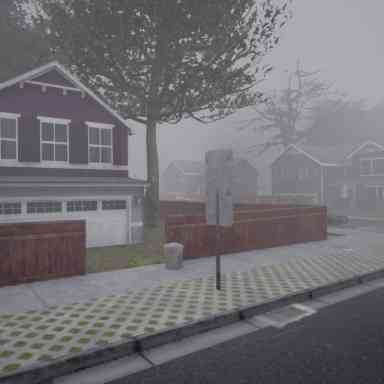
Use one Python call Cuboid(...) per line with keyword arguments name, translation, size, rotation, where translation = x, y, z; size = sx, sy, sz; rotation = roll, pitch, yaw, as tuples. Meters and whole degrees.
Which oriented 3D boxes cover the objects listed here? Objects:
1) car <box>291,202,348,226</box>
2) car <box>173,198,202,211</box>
Cuboid(name="car", translation=(8.001, 1.464, 22.506), size=(1.837, 1.490, 4.892), rotation=(-1, 1, -36))
Cuboid(name="car", translation=(-0.031, 1.384, 33.499), size=(1.882, 1.535, 5.008), rotation=(-1, 1, -36))
